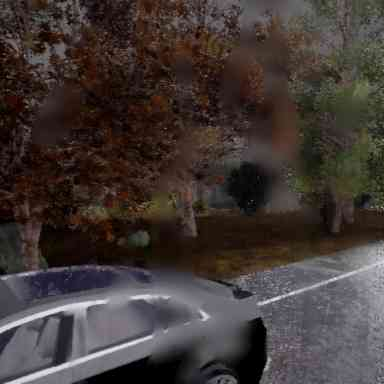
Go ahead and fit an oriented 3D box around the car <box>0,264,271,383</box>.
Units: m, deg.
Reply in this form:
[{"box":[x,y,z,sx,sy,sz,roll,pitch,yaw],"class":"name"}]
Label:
[{"box":[-1.443,1.502,2.781,4.902,1.511,2.128,0,0,-37],"class":"car"}]
